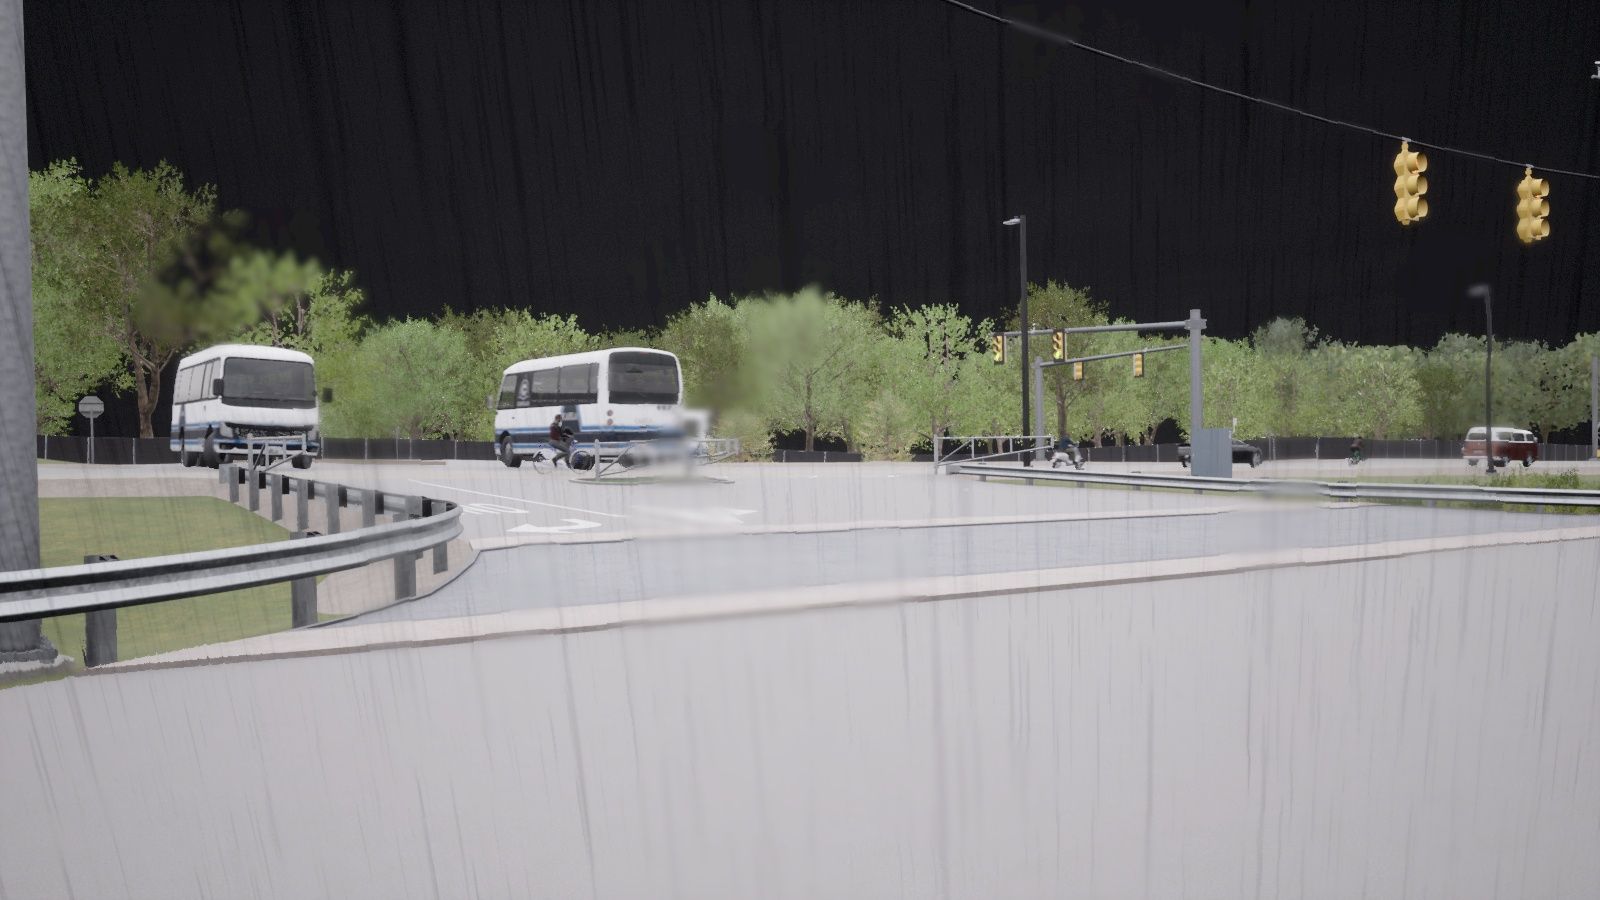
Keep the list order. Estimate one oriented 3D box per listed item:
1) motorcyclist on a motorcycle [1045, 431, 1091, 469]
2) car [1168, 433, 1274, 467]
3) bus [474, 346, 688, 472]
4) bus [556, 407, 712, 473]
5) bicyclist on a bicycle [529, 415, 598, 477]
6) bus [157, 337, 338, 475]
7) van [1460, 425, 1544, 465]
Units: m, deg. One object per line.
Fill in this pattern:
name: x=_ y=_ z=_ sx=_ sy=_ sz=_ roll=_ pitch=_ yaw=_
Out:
motorcyclist on a motorcycle: x=11.310 y=-0.007 z=53.028 sx=1.817 sy=1.590 sz=0.866 roll=0 pitch=0 yaw=-34
car: x=19.708 y=-0.012 z=58.703 sx=4.902 sy=1.511 sz=2.128 roll=0 pitch=0 yaw=-34
bus: x=-8.558 y=-1.372 z=47.650 sx=3.944 sy=4.253 sz=10.273 roll=0 pitch=0 yaw=-35
bus: x=-11.918 y=-0.724 z=90.682 sx=10.273 sy=4.253 sz=3.944 roll=2 pitch=-1 yaw=9
bicyclist on a bicycle: x=-6.877 y=-0.127 z=36.493 sx=1.843 sy=1.776 sz=0.659 roll=0 pitch=2 yaw=-34
bus: x=-19.992 y=-1.387 z=44.900 sx=3.944 sy=4.253 sz=10.273 roll=2 pitch=-1 yaw=-34
van: x=37.015 y=-0.268 z=66.176 sx=4.480 sy=2.038 sz=2.069 roll=0 pitch=0 yaw=-34
